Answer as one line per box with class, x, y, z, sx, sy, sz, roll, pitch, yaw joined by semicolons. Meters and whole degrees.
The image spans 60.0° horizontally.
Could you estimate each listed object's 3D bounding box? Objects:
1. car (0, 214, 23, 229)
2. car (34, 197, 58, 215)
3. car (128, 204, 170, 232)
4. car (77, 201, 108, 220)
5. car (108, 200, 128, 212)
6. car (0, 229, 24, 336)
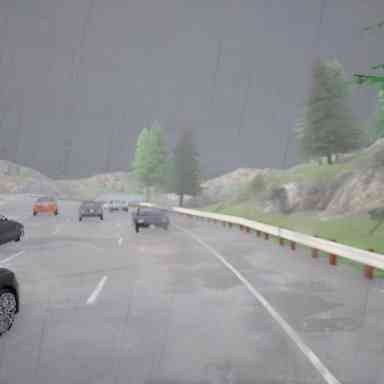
car;-8.454;1.547;13.559;1.994;1.385;4.181;0;0;-9
car;-14.530;1.287;33.033;2.097;1.767;4.553;0;0;-24
car;-2.613;1.537;19.901;1.895;1.301;4.718;0;0;-13
car;-8.376;1.479;27.369;2.033;1.411;5.357;0;0;-19
car;-8.418;1.499;36.625;1.895;1.301;4.718;0;0;-25
car;-3.760;1.492;3.685;2.128;1.511;4.902;0;0;-2
